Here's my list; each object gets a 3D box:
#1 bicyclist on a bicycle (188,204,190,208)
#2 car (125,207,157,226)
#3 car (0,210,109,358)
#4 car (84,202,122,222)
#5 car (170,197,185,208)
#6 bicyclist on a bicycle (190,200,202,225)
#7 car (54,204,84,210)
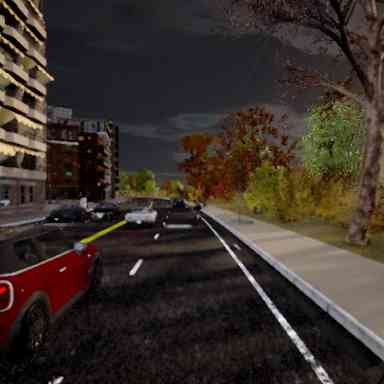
[{"bbox_3d":[0.042,1.609,34.090,0.866,1.612,1.509,0,0,-3],"label":"bicyclist on a bicycle"},{"bbox_3d":[-3.614,1.730,24.387,1.895,1.301,4.718,0,0,-2],"label":"car"},{"bbox_3d":[-3.205,1.389,6.219,2.097,1.767,4.553,0,0,-1],"label":"car"},{"bbox_3d":[-7.215,1.647,28.220,2.128,1.511,4.902,0,0,-2],"label":"car"},{"bbox_3d":[-2.146,1.837,54.369,1.994,1.385,4.181,0,0,-4],"label":"car"},{"bbox_3d":[0.434,1.493,24.300,0.659,1.776,1.843,0,0,-2],"label":"bicyclist on a bicycle"},{"bbox_3d":[-10.448,1.706,28.016,2.033,1.411,5.357,0,0,-2],"label":"car"}]
